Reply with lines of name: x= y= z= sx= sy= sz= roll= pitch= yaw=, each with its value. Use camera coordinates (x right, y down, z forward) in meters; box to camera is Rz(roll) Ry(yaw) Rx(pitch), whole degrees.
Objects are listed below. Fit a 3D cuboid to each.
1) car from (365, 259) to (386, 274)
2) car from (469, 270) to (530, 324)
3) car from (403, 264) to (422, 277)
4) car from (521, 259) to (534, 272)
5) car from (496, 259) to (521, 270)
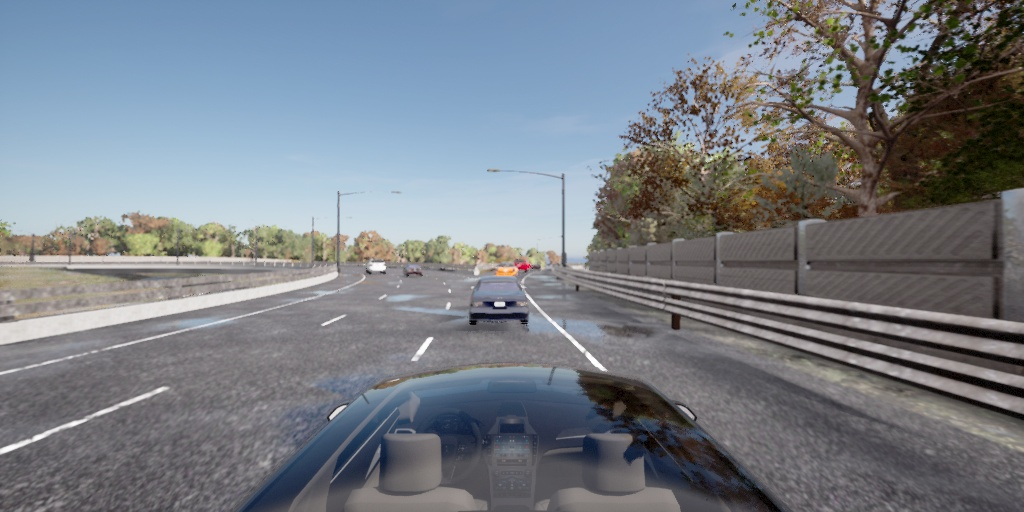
car: x=-18.837 y=1.422 z=49.363 sx=2.150 sy=2.045 sz=5.566 roll=0 pitch=-1 yaw=-28
car: x=-0.466 y=1.397 z=12.393 sx=2.033 sy=1.411 sz=5.357 roll=0 pitch=-1 yaw=-3
car: x=-11.924 y=1.684 z=42.850 sx=2.033 sy=1.411 sz=5.357 roll=0 pitch=-1 yaw=-22
car: x=1.487 y=1.444 z=52.854 sx=2.150 sy=2.045 sz=5.566 roll=0 pitch=-1 yaw=10
car: x=-0.459 y=1.417 z=35.730 sx=2.097 sy=1.767 sz=4.553 roll=0 pitch=-1 yaw=4
